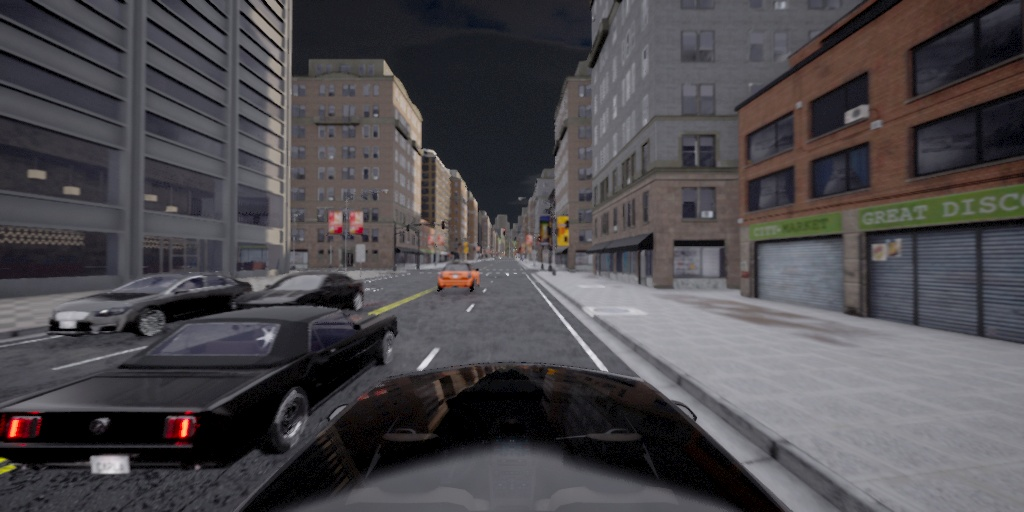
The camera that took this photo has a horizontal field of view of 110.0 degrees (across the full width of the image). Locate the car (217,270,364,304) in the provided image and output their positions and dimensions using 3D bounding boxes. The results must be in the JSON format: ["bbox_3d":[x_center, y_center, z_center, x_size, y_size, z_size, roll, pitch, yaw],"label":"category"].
[{"bbox_3d":[-6.585,1.257,11.731,1.882,1.535,5.008,0,0,0],"label":"car"}]

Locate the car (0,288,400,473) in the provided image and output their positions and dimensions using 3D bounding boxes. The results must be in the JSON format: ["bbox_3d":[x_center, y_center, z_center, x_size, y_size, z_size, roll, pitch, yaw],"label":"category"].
[{"bbox_3d":[-3.149,1.361,5.037,1.895,1.301,4.718,0,0,0],"label":"car"}]

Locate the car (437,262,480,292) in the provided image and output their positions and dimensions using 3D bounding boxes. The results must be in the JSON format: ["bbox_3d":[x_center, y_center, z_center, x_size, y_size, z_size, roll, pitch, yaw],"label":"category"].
[{"bbox_3d":[-3.150,1.157,22.073,2.097,1.767,4.553,0,0,0],"label":"car"}]

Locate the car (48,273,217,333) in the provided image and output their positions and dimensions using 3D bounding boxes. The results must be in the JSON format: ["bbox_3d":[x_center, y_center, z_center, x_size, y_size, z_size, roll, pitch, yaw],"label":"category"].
[{"bbox_3d":[-9.837,1.267,10.398,2.128,1.511,4.902,0,0,0],"label":"car"}]
